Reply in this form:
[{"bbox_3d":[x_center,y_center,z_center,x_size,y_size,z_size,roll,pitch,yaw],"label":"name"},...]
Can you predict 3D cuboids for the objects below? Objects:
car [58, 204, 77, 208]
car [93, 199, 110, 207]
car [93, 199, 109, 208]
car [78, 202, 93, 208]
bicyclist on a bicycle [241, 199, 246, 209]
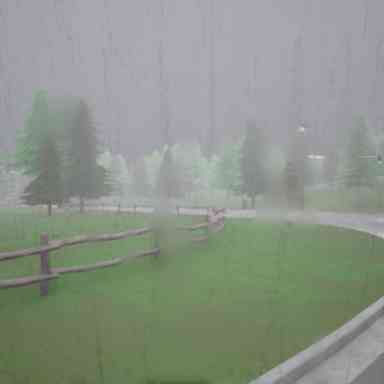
[{"bbox_3d":[-26.293,2.728,68.997,1.895,1.301,4.718,0,-1,-44],"label":"car"},{"bbox_3d":[-21.615,2.578,79.282,2.097,1.767,4.553,0,-1,-44],"label":"car"},{"bbox_3d":[-21.176,2.673,73.769,2.128,1.511,4.902,0,-1,-44],"label":"car"},{"bbox_3d":[-23.734,2.736,71.379,1.895,1.301,4.718,0,-1,-44],"label":"car"},{"bbox_3d":[8.371,1.926,53.896,1.656,1.620,0.582,0,-1,-44],"label":"bicyclist on a bicycle"}]
